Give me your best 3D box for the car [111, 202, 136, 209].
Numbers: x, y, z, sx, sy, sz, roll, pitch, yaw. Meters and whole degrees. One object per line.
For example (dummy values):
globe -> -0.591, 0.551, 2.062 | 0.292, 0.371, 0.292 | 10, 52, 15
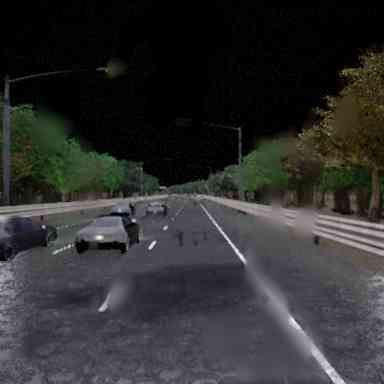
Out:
car -> -6.875, 1.739, 33.678 | 1.994, 1.385, 4.181 | 0, 0, 0

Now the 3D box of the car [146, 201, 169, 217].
car -> -3.374, 1.663, 32.990 | 2.128, 1.511, 4.902 | 0, 0, 0

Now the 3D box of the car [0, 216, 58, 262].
car -> -6.892, 1.615, 12.354 | 2.033, 1.411, 5.357 | 0, 0, 0

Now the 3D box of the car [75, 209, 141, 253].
car -> -3.389, 1.641, 14.126 | 1.994, 1.385, 4.181 | 0, 0, 0

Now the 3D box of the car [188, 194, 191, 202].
car -> 0.067, 1.772, 87.575 | 1.812, 1.442, 4.674 | 0, 0, 0

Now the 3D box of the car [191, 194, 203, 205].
car -> 1.276, 1.670, 69.038 | 2.097, 1.767, 4.553 | 0, 0, 0
